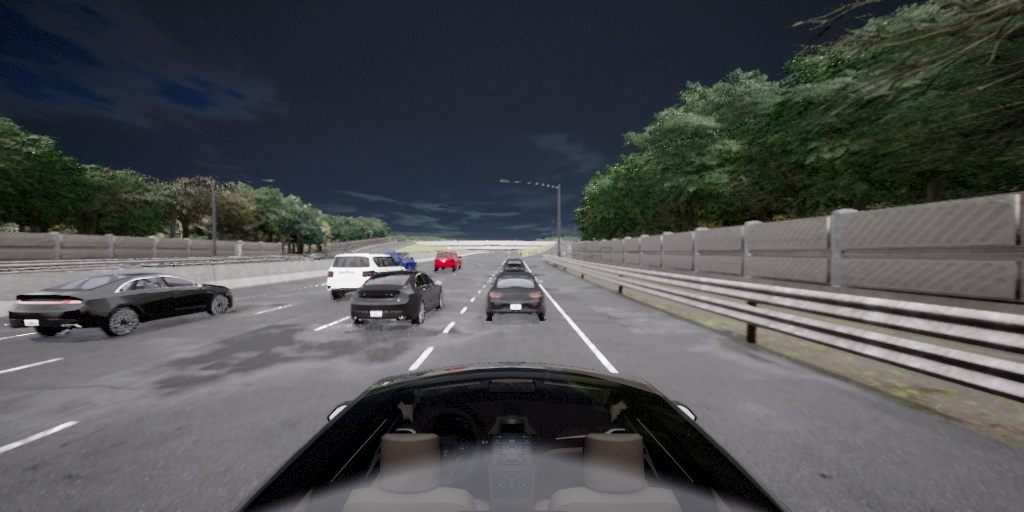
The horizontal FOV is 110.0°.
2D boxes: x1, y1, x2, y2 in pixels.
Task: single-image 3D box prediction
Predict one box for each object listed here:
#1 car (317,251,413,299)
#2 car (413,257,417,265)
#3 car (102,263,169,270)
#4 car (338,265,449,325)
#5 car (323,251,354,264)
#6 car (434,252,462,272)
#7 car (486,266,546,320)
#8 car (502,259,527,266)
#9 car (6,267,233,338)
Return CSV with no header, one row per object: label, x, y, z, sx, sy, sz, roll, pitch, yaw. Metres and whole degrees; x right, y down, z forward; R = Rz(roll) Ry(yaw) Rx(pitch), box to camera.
car,-6.873,0.891,17.631,2.150,2.045,5.566,0,1,0
car,-10.304,0.666,32.325,2.150,2.045,5.566,0,1,0
car,-21.062,1.136,19.808,2.128,1.511,4.902,0,1,0
car,-3.489,1.226,11.647,1.837,1.490,4.892,0,0,0
car,-27.685,0.186,57.511,2.150,2.045,5.566,0,1,1
car,-6.764,0.545,38.194,2.150,2.045,5.566,0,1,0
car,0.113,1.241,12.339,1.812,1.442,4.674,0,0,0
car,0.186,0.984,30.584,1.837,1.490,4.892,0,1,0
car,-10.391,1.218,10.186,2.128,1.511,4.902,0,0,0
